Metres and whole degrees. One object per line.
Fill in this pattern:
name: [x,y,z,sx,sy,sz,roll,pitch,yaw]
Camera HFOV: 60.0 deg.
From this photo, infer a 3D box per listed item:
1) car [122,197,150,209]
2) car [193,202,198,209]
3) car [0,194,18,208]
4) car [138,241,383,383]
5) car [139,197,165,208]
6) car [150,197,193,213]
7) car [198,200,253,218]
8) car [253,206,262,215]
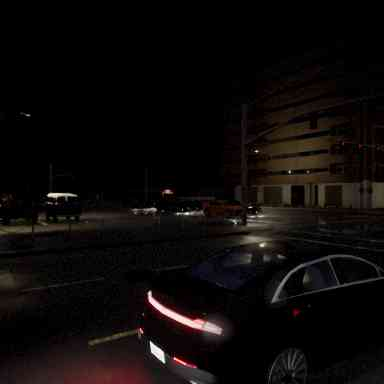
car: [-8.395,1.533,47.691,1.882,1.535,5.008,0,0,-34]
car: [-0.618,1.656,42.484,1.895,1.301,4.718,0,0,-34]
car: [-31.359,1.209,56.593,1.932,1.855,4.605,0,0,-34]
car: [1.638,1.492,4.908,4.902,1.511,2.128,0,0,-34]
car: [-6.180,1.560,50.664,1.837,1.490,4.892,0,0,-34]
car: [-2.547,1.603,39.098,2.033,1.411,5.357,0,0,-34]
car: [2.985,1.533,30.986,1.882,1.535,5.008,0,0,-34]
car: [4.782,1.603,34.563,2.033,1.411,5.357,0,0,-34]
